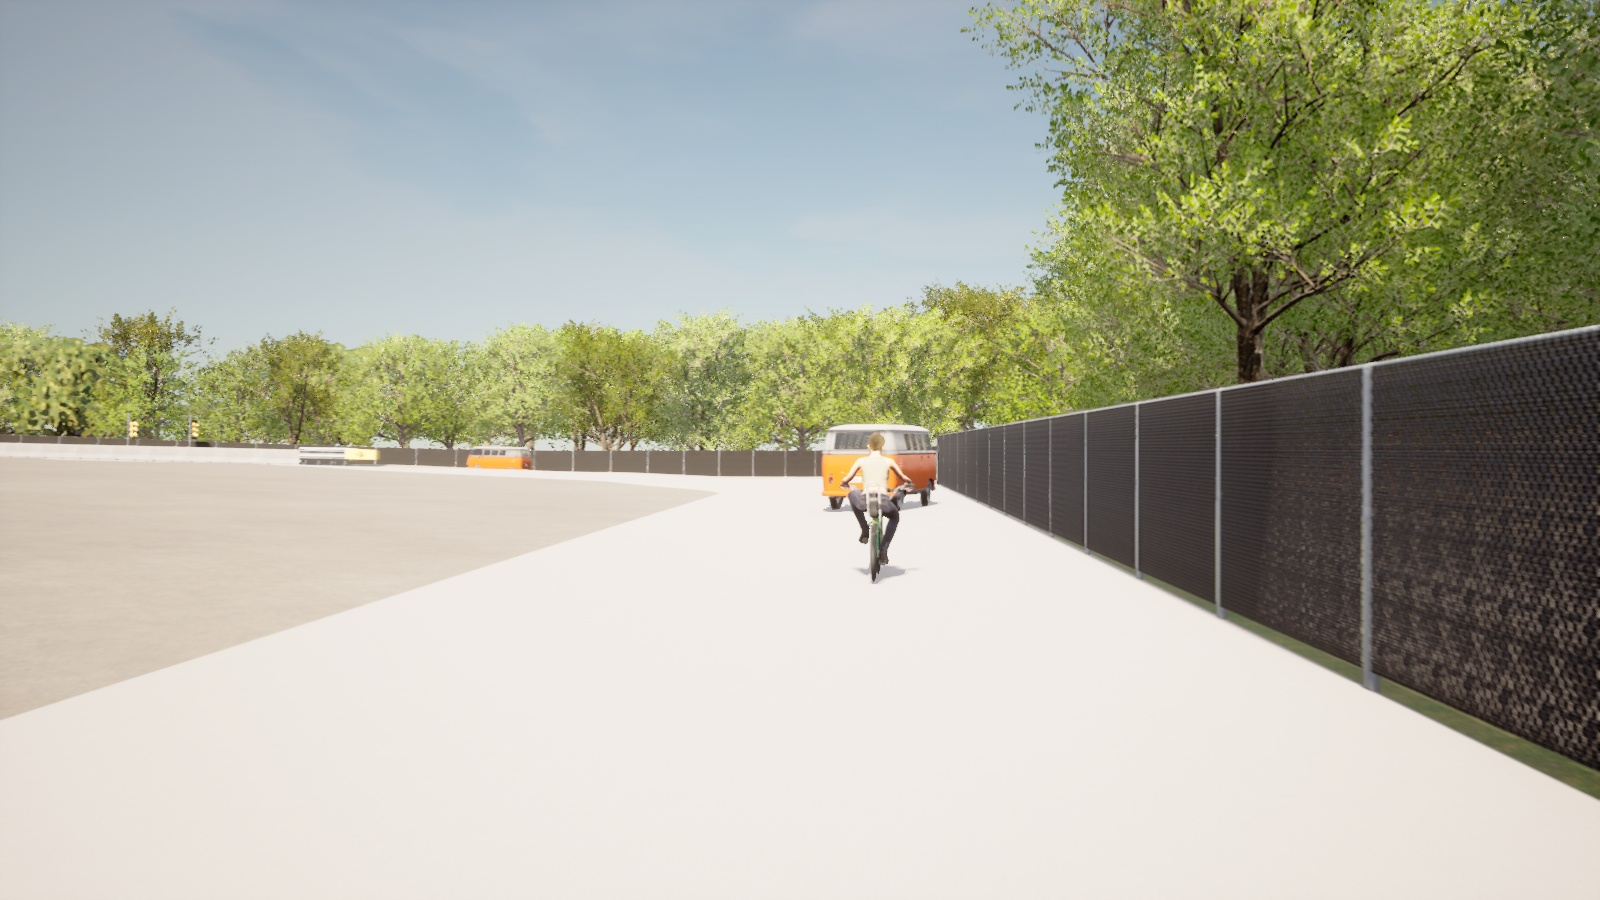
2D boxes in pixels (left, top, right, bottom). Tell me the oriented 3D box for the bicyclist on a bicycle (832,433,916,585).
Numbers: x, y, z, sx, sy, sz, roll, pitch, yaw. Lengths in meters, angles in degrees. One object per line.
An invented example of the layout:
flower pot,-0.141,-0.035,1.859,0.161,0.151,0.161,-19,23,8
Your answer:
bicyclist on a bicycle,0.857,0.620,14.076,0.866,1.612,1.509,0,0,6

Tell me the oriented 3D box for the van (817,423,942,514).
van,1.984,0.387,29.831,1.775,1.987,4.442,0,0,20

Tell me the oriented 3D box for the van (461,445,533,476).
van,-20.803,0.735,86.195,4.442,1.987,1.775,1,-1,13
